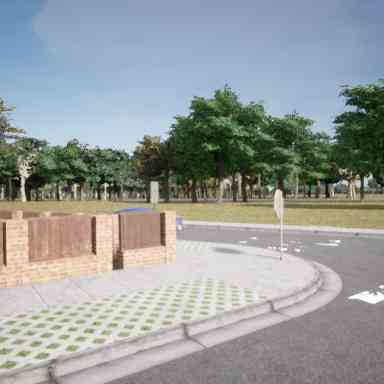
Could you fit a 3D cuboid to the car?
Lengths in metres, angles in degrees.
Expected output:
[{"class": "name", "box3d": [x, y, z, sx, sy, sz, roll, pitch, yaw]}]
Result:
[{"class": "car", "box3d": [-2.762, 1.603, 18.698, 5.008, 1.535, 1.882, 0, 0, 31]}]
